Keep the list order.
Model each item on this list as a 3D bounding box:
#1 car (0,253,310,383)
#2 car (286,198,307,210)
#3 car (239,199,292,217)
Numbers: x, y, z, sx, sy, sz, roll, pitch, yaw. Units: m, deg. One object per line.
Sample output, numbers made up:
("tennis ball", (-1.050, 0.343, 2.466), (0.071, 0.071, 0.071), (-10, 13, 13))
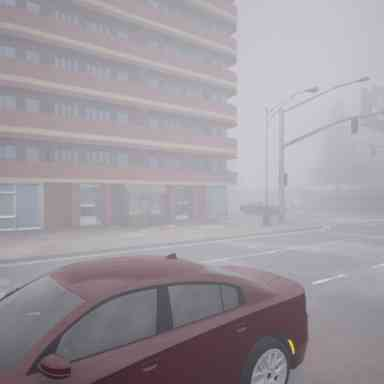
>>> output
("car", (-0.905, 1.478, 3.346), (5.008, 1.535, 1.882), (0, 0, -36))
("car", (12.407, 1.525, 42.528), (1.812, 1.442, 4.674), (0, 0, -36))
("car", (6.844, 1.600, 32.043), (1.895, 1.301, 4.718), (0, 0, -36))
